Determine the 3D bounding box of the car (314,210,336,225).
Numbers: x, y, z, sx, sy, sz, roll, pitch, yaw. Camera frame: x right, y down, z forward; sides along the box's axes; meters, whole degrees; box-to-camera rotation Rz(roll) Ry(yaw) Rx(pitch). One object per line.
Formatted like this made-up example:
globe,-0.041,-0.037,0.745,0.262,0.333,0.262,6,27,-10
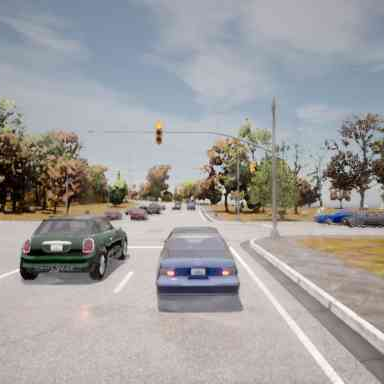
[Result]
car,14.810,2.522,33.243,5.008,1.535,1.882,0,-3,-2

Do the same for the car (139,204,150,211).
car,-10.653,3.545,74.800,1.895,1.301,4.718,0,0,0

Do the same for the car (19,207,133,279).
car,-3.437,1.484,10.572,2.097,1.767,4.553,0,-1,0

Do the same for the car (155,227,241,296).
car,0.074,1.644,8.955,2.033,1.411,5.357,0,-1,-1

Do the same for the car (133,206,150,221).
car,-7.102,3.024,44.649,1.882,1.535,5.008,0,-2,-2

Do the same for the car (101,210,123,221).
car,-10.685,3.115,44.755,1.994,1.385,4.181,0,-2,0

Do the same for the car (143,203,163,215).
car,-7.182,3.174,62.283,2.150,2.045,5.566,0,-1,0

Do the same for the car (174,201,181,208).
car,-3.773,3.234,87.924,1.837,1.490,4.892,0,0,-4

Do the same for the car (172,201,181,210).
car,-3.659,3.526,77.891,1.895,1.301,4.718,0,0,0

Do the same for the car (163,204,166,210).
car,-7.158,3.464,77.250,2.128,1.511,4.902,0,0,0

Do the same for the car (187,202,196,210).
car,-0.159,3.454,77.833,1.812,1.442,4.674,0,0,0

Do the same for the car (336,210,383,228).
car,15.620,2.449,29.775,4.181,1.385,1.994,0,-3,-2

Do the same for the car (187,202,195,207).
car,-0.275,3.290,88.016,1.994,1.385,4.181,0,0,-4
